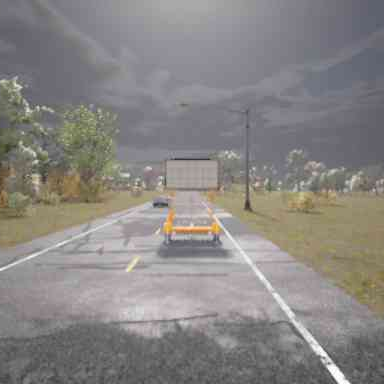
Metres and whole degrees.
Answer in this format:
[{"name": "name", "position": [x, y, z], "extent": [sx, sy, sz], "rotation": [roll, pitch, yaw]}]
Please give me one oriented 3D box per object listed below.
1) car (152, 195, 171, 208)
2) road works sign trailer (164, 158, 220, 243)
[{"name": "car", "position": [-3.577, 1.062, 39.869], "extent": [2.033, 1.411, 5.357], "rotation": [0, 1, 0]}, {"name": "road works sign trailer", "position": [0.002, 0.280, 14.838], "extent": [2.380, 3.560, 2.880], "rotation": [0, 1, 0]}]
